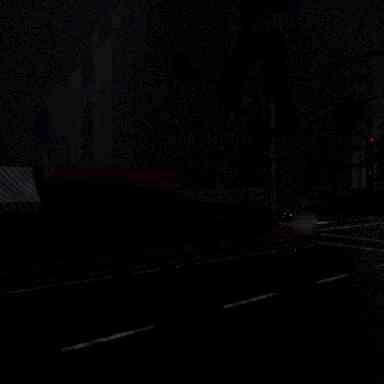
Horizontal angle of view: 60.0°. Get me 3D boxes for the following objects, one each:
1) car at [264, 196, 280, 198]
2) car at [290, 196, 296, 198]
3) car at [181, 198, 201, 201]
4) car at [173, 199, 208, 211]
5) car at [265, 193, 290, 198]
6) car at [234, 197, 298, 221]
[{"bbox_3d":[5.696,1.425,32.047,1.837,1.490,4.892,0,0,-36],"label":"car"},{"bbox_3d":[16.149,1.065,57.039,1.905,1.878,3.866,0,0,-36],"label":"car"},{"bbox_3d":[0.188,1.402,33.686,1.882,1.535,5.008,0,0,-36],"label":"car"},{"bbox_3d":[-0.269,1.521,40.289,1.895,1.301,4.718,0,0,-36],"label":"car"},{"bbox_3d":[13.756,1.068,55.328,1.905,1.878,3.866,0,0,-36],"label":"car"},{"bbox_3d":[5.752,1.429,25.987,1.837,1.490,4.892,0,0,-36],"label":"car"}]
